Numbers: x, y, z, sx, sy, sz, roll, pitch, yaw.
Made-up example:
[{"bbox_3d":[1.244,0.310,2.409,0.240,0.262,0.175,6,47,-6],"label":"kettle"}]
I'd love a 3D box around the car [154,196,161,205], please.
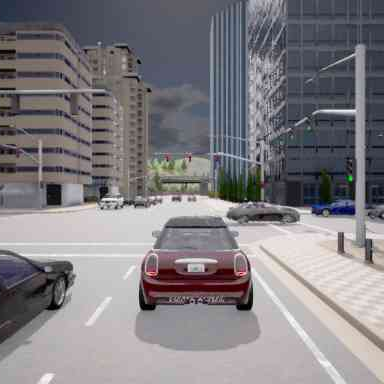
[{"bbox_3d":[-7.096,1.491,57.464,2.128,1.511,4.902,0,0,0],"label":"car"}]

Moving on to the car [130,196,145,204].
[{"bbox_3d":[-10.556,1.491,64.582,2.128,1.511,4.902,0,0,1],"label":"car"}]

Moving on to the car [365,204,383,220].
[{"bbox_3d":[16.273,1.436,26.324,4.902,1.511,2.128,0,0,0],"label":"car"}]

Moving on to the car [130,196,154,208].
[{"bbox_3d":[-7.111,1.547,47.951,2.033,1.411,5.357,0,0,0],"label":"car"}]

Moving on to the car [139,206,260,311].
[{"bbox_3d":[0.081,1.352,7.946,2.097,1.767,4.553,0,0,0],"label":"car"}]

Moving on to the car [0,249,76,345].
[{"bbox_3d":[-3.435,1.547,4.747,2.033,1.411,5.357,0,0,0],"label":"car"}]

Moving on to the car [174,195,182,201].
[{"bbox_3d":[-3.522,1.509,84.311,2.033,1.411,5.357,0,0,0],"label":"car"}]

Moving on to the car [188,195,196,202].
[{"bbox_3d":[-0.020,1.547,75.818,1.994,1.385,4.181,0,0,0],"label":"car"}]

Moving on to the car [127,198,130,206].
[{"bbox_3d":[-10.606,1.601,54.205,1.895,1.301,4.718,0,0,0],"label":"car"}]

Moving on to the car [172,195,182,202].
[{"bbox_3d":[-3.520,1.470,74.700,1.882,1.535,5.008,0,0,0],"label":"car"}]

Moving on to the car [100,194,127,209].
[{"bbox_3d":[-10.611,1.222,44.436,2.150,2.045,5.566,0,0,0],"label":"car"}]

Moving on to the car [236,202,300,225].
[{"bbox_3d":[4.812,1.436,22.683,4.902,1.511,2.128,0,0,0],"label":"car"}]

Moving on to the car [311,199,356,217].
[{"bbox_3d":[13.286,1.422,29.846,5.008,1.535,1.882,0,0,1],"label":"car"}]

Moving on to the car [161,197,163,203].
[{"bbox_3d":[-7.030,1.491,67.712,2.128,1.511,4.902,0,0,0],"label":"car"}]

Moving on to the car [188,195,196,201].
[{"bbox_3d":[-0.022,1.493,84.311,1.812,1.442,4.674,0,0,0],"label":"car"}]
